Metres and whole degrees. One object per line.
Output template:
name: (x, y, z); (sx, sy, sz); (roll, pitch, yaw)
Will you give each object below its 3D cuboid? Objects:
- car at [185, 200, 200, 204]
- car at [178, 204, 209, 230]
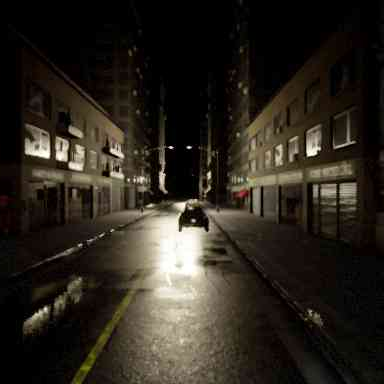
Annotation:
car: (0.076, 1.794, 41.486); (2.128, 1.511, 4.902); (0, 0, 0)
car: (0.089, 1.722, 22.168); (1.994, 1.385, 4.181); (0, 0, 0)
